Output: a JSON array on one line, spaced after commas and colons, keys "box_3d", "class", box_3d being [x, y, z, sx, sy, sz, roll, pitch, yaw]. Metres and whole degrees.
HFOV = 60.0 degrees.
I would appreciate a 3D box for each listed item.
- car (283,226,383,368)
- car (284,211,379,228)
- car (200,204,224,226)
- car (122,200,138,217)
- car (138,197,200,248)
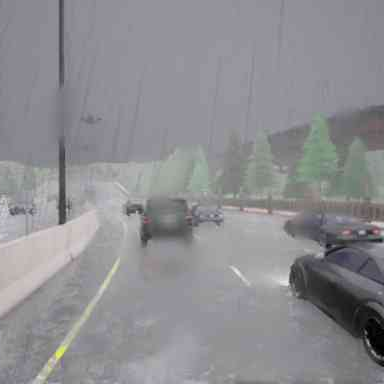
[{"box_3d": [3.232, 1.558, 5.772, 1.994, 1.385, 4.181, 0, 0, -3], "class": "car"}, {"box_3d": [5.889, 1.543, 14.698, 2.033, 1.411, 5.357, 0, 0, -8], "class": "car"}, {"box_3d": [0.685, 1.585, 23.486, 2.033, 1.411, 5.357, 0, 0, -13], "class": "car"}, {"box_3d": [-5.799, 1.593, 33.232, 1.837, 1.490, 4.892, 0, 0, -18], "class": "car"}, {"box_3d": [-1.288, 1.255, 15.286, 2.150, 2.045, 5.566, 0, 0, -9], "class": "car"}]
